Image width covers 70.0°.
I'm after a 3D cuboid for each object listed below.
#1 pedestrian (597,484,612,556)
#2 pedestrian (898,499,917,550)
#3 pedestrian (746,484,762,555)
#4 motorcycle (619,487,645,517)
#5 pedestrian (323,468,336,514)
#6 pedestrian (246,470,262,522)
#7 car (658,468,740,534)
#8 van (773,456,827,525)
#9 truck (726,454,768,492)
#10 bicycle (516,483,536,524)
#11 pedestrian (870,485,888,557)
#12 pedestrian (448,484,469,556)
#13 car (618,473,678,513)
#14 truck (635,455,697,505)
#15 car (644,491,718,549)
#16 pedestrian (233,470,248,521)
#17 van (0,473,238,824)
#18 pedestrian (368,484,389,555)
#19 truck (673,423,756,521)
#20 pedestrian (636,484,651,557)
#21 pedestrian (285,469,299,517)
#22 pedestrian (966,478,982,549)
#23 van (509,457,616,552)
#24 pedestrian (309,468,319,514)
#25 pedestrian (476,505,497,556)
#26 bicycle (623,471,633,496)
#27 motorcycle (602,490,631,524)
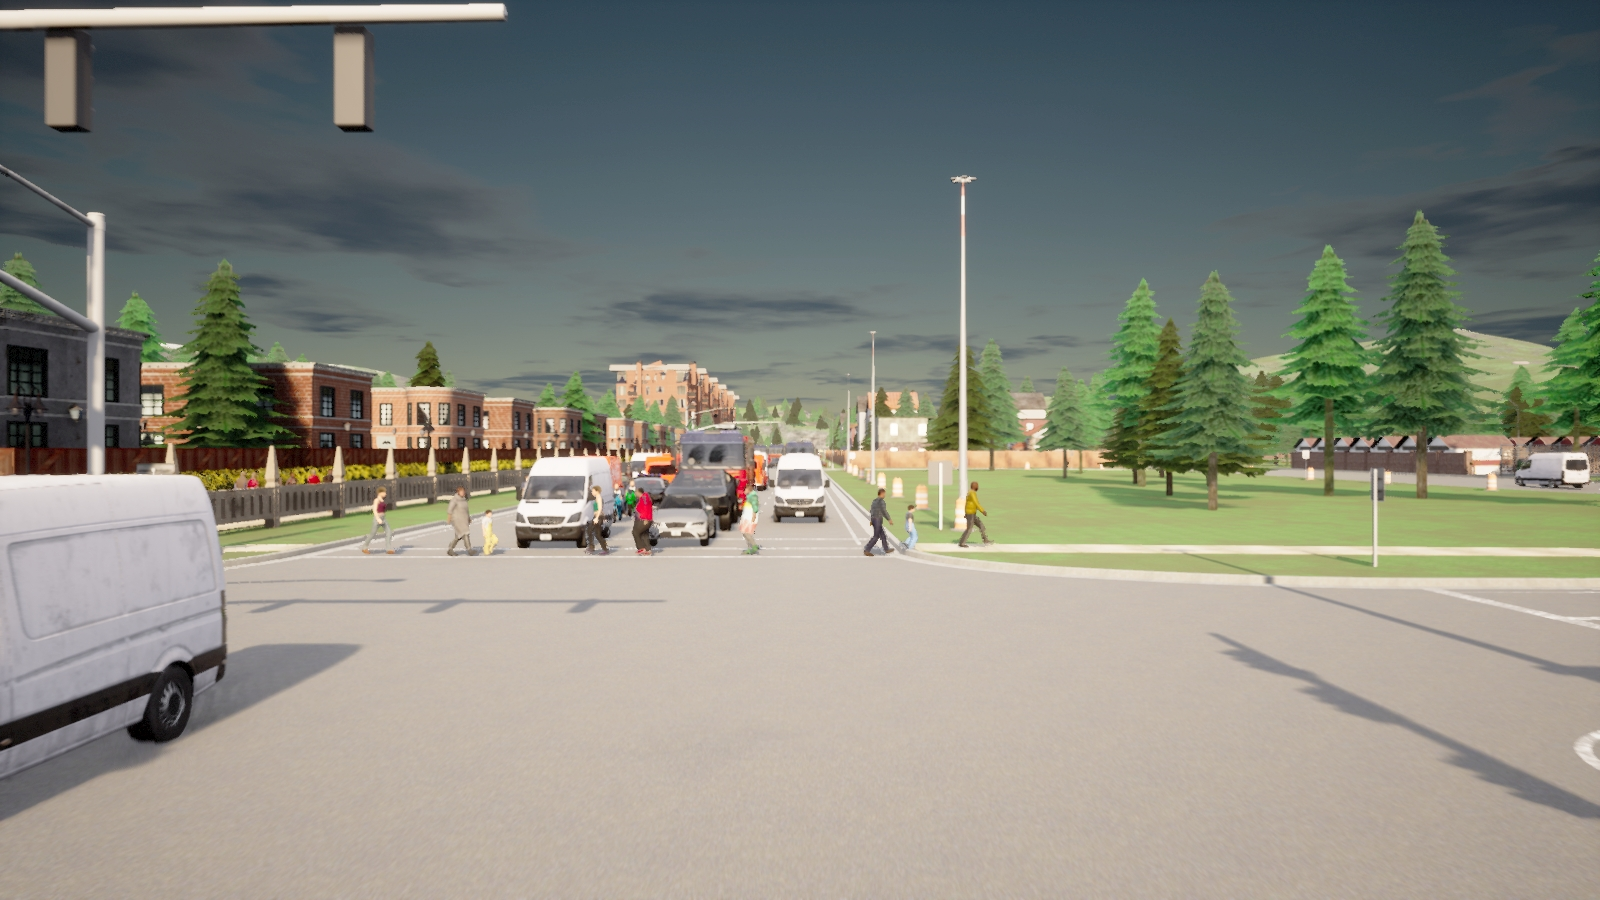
[{"bbox_3d":[-5.131,1.831,29.922,0.375,1.860,0.375,0,0,-12],"label":"pedestrian"},{"bbox_3d":[2.830,1.959,30.057,0.375,1.300,0.375,0,0,-18],"label":"pedestrian"},{"bbox_3d":[-1.212,1.831,30.299,0.375,1.860,0.375,0,0,-9],"label":"pedestrian"},{"bbox_3d":[-7.007,2.159,47.800,0.803,1.199,2.033,0,0,0],"label":"motorcycle"},{"bbox_3d":[-19.363,1.670,47.027,0.375,1.860,0.375,0,0,41],"label":"pedestrian"},{"bbox_3d":[-19.933,1.673,41.707,0.375,1.860,0.375,0,0,9],"label":"pedestrian"},{"bbox_3d":[-3.506,1.730,41.047,2.390,2.098,6.274,0,0,0],"label":"car"},{"bbox_3d":[-0.003,1.509,45.508,1.988,2.561,5.915,0,0,0],"label":"van"},{"bbox_3d":[-3.510,1.537,76.647,2.627,2.467,5.204,0,-1,0],"label":"truck"},{"bbox_3d":[-10.507,2.031,43.913,0.373,1.496,1.643,0,0,0],"label":"bicycle"},{"bbox_3d":[2.066,1.845,29.873,0.375,1.860,0.375,0,0,-18],"label":"pedestrian"},{"bbox_3d":[-8.935,1.831,29.868,0.375,1.860,0.375,0,0,22],"label":"pedestrian"},{"bbox_3d":[-7.006,1.953,53.176,2.097,1.638,5.238,0,0,0],"label":"car"},{"bbox_3d":[-7.008,1.535,60.278,2.627,2.467,5.204,0,0,0],"label":"truck"},{"bbox_3d":[-3.507,2.046,34.344,1.816,1.474,4.193,0,0,0],"label":"car"},{"bbox_3d":[-20.508,1.672,41.904,0.375,1.860,0.375,0,0,-1],"label":"pedestrian"},{"bbox_3d":[-6.997,1.528,9.250,1.988,2.561,5.915,0,0,0],"label":"van"},{"bbox_3d":[-11.162,1.831,30.238,0.375,1.860,0.375,0,0,12],"label":"pedestrian"},{"bbox_3d":[-3.503,0.863,48.894,2.891,3.827,8.468,0,0,0],"label":"truck"},{"bbox_3d":[-4.084,1.837,29.835,0.375,1.860,0.375,0,0,-9],"label":"pedestrian"},{"bbox_3d":[-19.813,1.673,44.544,0.375,1.860,0.375,0,0,-45],"label":"pedestrian"},{"bbox_3d":[4.605,1.679,30.239,0.375,1.860,0.375,0,0,1],"label":"pedestrian"},{"bbox_3d":[-7.001,1.515,34.361,1.988,2.561,5.915,0,0,0],"label":"van"},{"bbox_3d":[-19.997,1.670,47.005,0.375,1.860,0.375,0,0,-25],"label":"pedestrian"},{"bbox_3d":[-8.218,2.111,29.915,0.375,1.300,0.375,0,0,22],"label":"pedestrian"},{"bbox_3d":[-10.504,2.021,69.762,0.329,1.471,1.835,0,0,0],"label":"bicycle"},{"bbox_3d":[-7.006,2.161,43.765,0.803,1.199,2.033,0,0,0],"label":"motorcycle"}]
